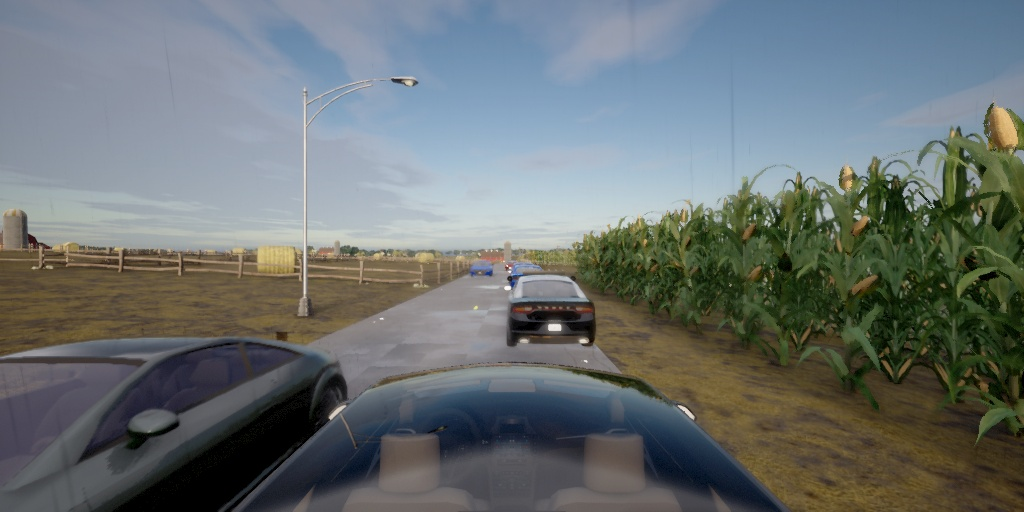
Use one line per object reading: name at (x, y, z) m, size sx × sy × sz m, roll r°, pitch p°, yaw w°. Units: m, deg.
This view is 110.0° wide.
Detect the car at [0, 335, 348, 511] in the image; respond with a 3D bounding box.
car at (-2.852, 1.314, 2.385) m, size 1.994 × 1.385 × 4.181 m, roll 0°, pitch 0°, yaw 0°

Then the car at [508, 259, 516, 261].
car at (0.813, 1.201, 25.373) m, size 1.882 × 1.535 × 5.008 m, roll 0°, pitch 0°, yaw 0°

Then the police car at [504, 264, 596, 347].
police car at (0.822, 1.171, 9.483) m, size 1.930 × 1.638 × 5.238 m, roll 0°, pitch 0°, yaw 0°

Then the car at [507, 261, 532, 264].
car at (0.819, 1.213, 19.373) m, size 1.882 × 1.535 × 5.008 m, roll 0°, pitch 0°, yaw 0°

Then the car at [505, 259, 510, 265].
car at (0.019, 1.294, 47.726) m, size 1.895 × 1.301 × 4.718 m, roll 0°, pitch 0°, yaw 0°

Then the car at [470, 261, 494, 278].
car at (-2.760, 1.187, 33.578) m, size 1.882 × 1.535 × 5.008 m, roll 0°, pitch 0°, yaw 0°
